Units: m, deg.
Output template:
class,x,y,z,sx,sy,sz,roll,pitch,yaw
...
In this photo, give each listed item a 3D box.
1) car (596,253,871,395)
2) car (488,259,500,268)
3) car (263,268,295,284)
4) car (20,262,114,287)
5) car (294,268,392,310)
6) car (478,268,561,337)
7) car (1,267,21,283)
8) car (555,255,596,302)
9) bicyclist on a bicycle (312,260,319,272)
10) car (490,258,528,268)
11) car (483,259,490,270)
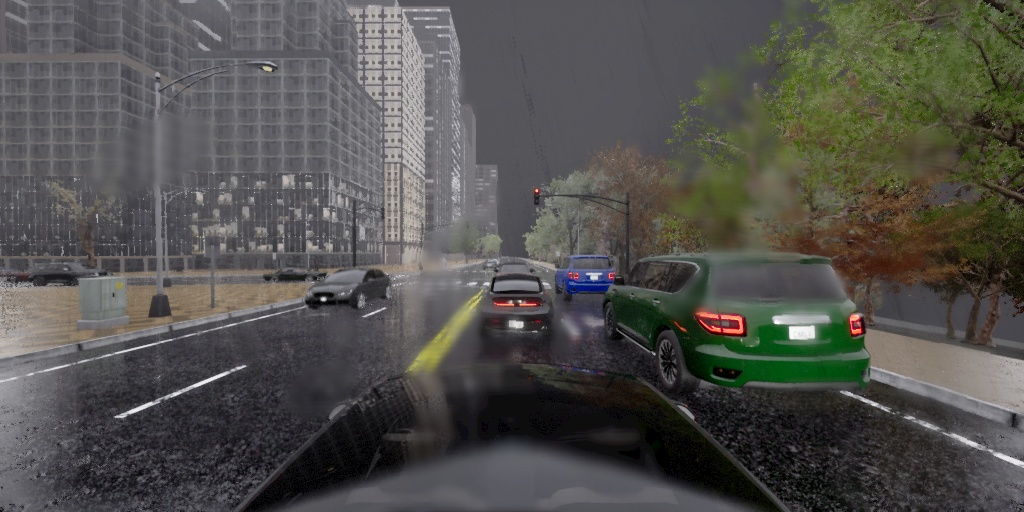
class,x,y,z,sx,sy,sz,roll,pitch,yaw
car,3.344,0.971,6.770,2.150,2.045,5.566,0,0,1
car,-3.183,1.266,63.312,1.812,1.442,4.674,0,0,0
car,-18.349,1.653,30.643,4.718,1.301,1.895,-1,1,1
car,-37.734,1.578,30.774,5.566,2.045,2.150,-1,1,1
car,-6.504,1.253,14.855,1.837,1.490,4.892,0,0,1
car,0.111,1.253,10.238,1.837,1.490,4.892,0,0,0
car,-49.395,1.835,37.505,4.553,1.767,2.097,-1,0,1
car,3.348,0.969,17.128,2.150,2.045,5.566,0,0,1
bicyclist on a bicycle,-24.557,1.328,44.776,0.582,1.620,1.656,-1,1,0
car,0.116,1.099,19.297,2.097,1.767,4.553,0,0,0
car,-3.228,1.233,53.629,2.128,1.511,4.902,0,0,0
